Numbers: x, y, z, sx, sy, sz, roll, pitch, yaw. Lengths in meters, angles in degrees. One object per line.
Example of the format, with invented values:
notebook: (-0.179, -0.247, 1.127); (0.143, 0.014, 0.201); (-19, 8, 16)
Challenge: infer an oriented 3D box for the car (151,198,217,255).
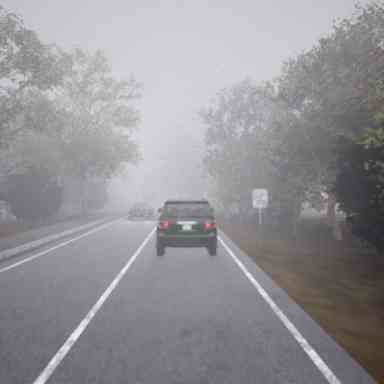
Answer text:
car: (-0.233, 1.255, 13.545); (2.150, 2.045, 5.566); (0, 0, -1)

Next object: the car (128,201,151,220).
car: (-4.358, 1.565, 28.873); (1.837, 1.490, 4.892); (0, 0, -2)

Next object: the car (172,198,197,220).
car: (-0.706, 1.429, 30.047); (2.097, 1.767, 4.553); (0, 0, -2)
